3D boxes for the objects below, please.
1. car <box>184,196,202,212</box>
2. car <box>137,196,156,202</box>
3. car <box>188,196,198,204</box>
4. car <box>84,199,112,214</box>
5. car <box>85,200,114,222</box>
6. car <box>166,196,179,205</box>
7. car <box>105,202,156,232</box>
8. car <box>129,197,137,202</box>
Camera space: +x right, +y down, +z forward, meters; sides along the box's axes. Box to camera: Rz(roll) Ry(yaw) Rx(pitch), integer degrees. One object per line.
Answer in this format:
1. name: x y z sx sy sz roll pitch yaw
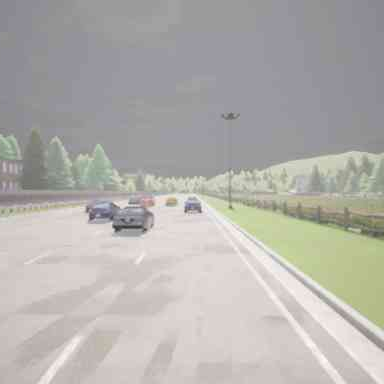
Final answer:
1. car: 0.104 1.536 38.074 1.812 1.442 4.674 0 0 0
2. car: -6.894 1.367 52.538 2.097 1.767 4.553 0 0 0
3. car: 0.105 1.542 62.593 1.812 1.442 4.674 0 0 0
4. car: -10.397 1.576 37.093 1.994 1.385 4.181 0 0 0
5. car: -6.898 1.534 26.705 1.812 1.442 4.674 0 0 0
6. car: -3.394 1.494 57.600 1.882 1.535 5.008 0 0 0
7. car: -3.402 1.553 20.061 2.033 1.411 5.357 0 0 0
8. car: -10.393 1.582 61.515 1.994 1.385 4.181 0 0 0
